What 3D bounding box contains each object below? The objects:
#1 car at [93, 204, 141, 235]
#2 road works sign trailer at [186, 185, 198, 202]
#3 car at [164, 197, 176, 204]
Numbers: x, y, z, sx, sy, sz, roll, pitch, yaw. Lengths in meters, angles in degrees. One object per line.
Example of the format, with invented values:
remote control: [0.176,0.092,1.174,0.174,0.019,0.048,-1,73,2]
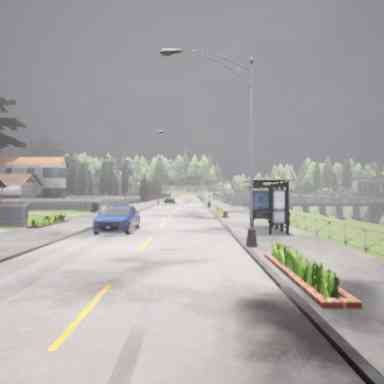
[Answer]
car: [-4.105,1.457,18.779,1.882,1.535,5.008,0,0,0]
road works sign trailer: [-0.019,0.386,70.408,2.380,3.560,2.880,0,0,0]
car: [-4.046,1.534,60.526,1.895,1.301,4.718,0,0,1]
